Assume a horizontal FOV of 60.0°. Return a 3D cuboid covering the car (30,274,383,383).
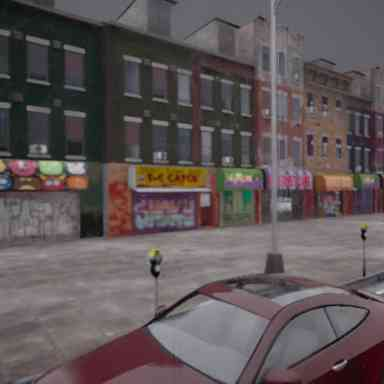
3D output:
[{"bbox_3d":[0.553,1.565,3.205,4.206,1.307,1.802,-1,0,-35],"label":"car"}]
